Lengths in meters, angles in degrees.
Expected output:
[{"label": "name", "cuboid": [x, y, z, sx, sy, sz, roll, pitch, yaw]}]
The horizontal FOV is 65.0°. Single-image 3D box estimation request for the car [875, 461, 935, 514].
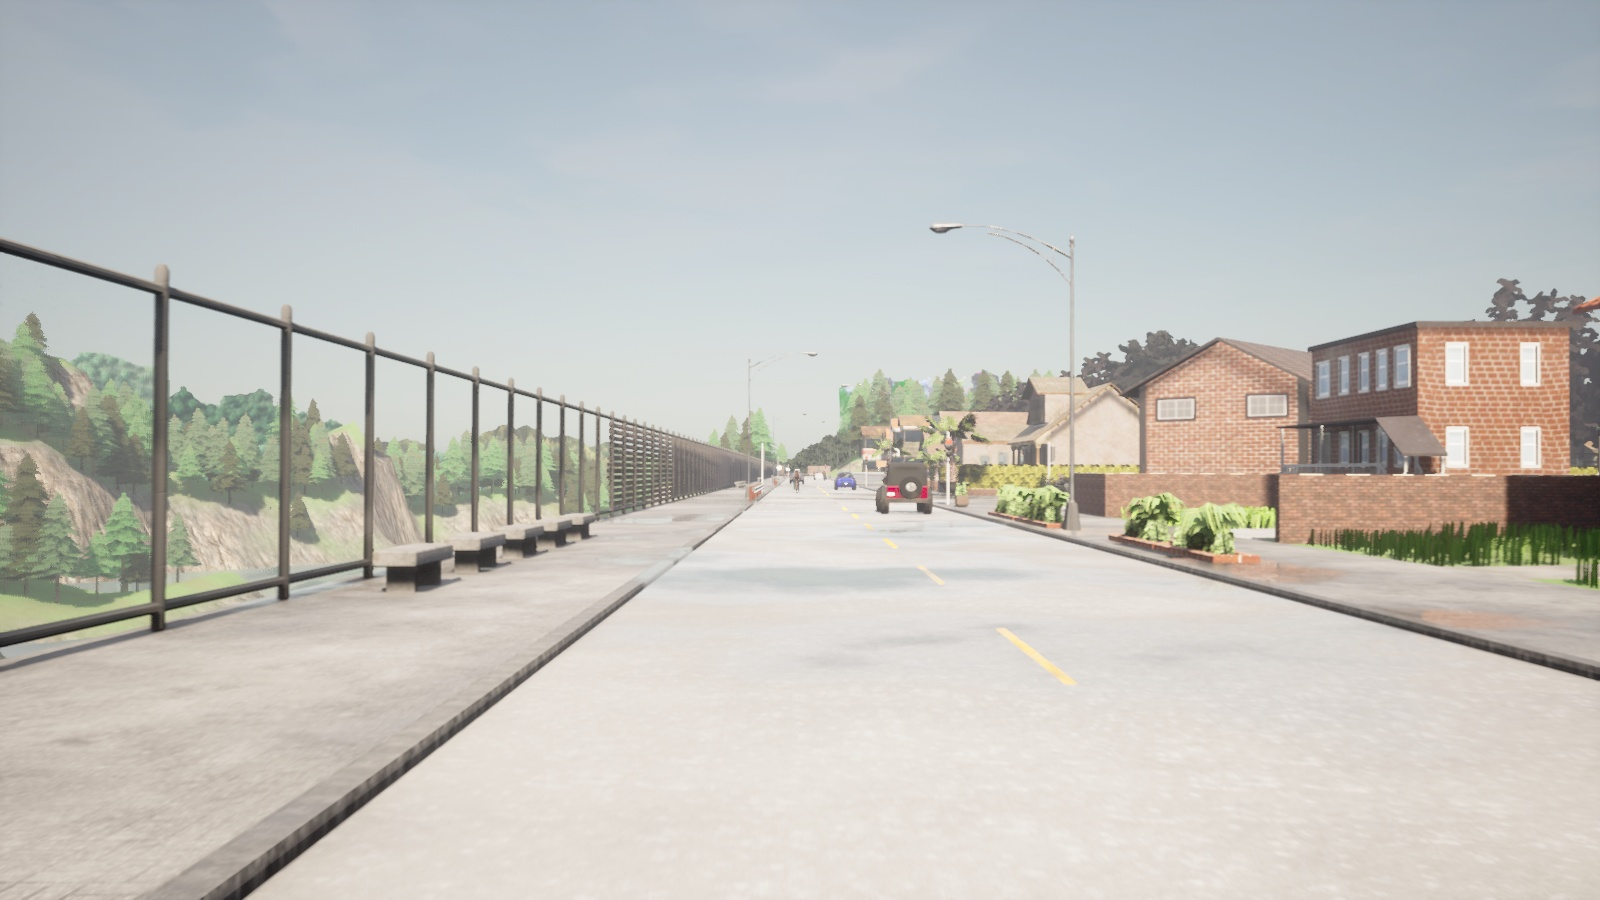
[{"label": "car", "cuboid": [3.885, 1.383, 47.065, 1.905, 1.878, 3.866, 0, -1, 0]}]
